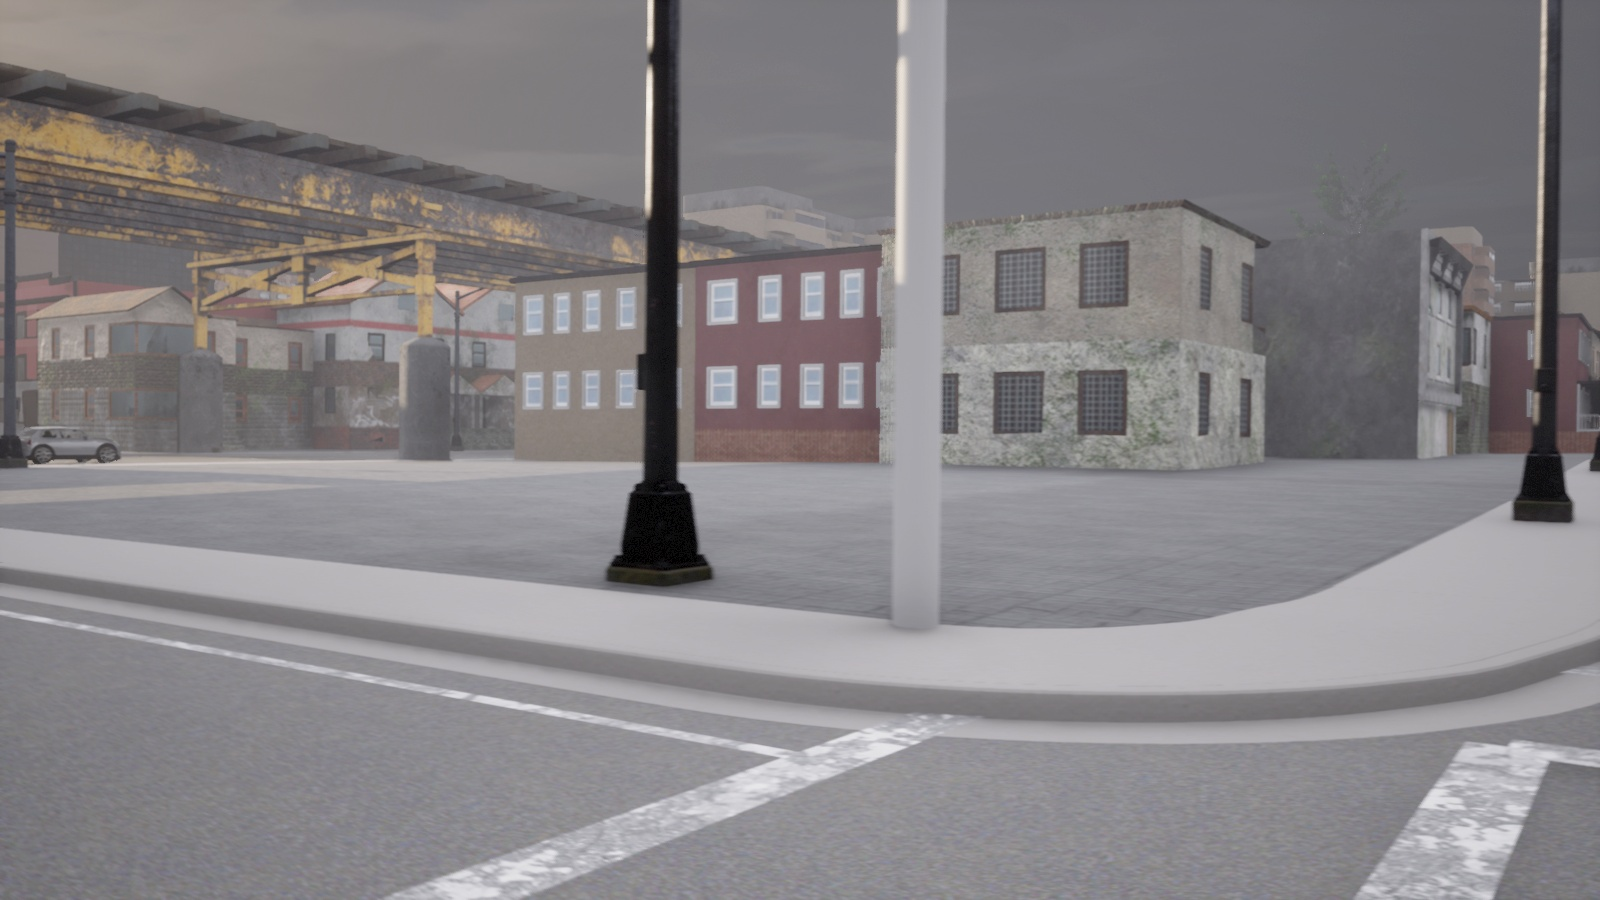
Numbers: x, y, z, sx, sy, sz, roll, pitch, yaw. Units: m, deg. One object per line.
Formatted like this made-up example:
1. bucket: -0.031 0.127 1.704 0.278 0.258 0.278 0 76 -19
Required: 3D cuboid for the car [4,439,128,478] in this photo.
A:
1. car: -29.394 0.317 50.395 1.970 1.475 3.806 0 1 31
